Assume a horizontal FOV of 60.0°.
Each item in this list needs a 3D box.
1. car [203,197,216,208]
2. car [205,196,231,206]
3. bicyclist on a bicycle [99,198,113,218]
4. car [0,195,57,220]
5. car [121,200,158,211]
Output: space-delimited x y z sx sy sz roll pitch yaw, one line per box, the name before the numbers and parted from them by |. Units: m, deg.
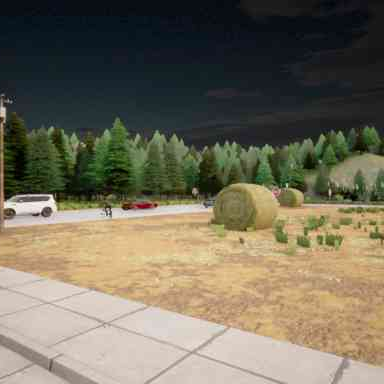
car | 3.557 1.518 47.757 2.128 1.511 4.902 0 0 37
car | 4.259 1.508 54.659 1.882 1.535 5.008 0 0 37
bicyclist on a bicycle | -6.988 1.327 27.009 1.656 1.620 0.582 0 0 36
car | -14.710 1.249 29.152 2.150 2.045 5.566 0 0 36
car | -6.349 1.627 40.457 1.895 1.301 4.718 0 0 37
